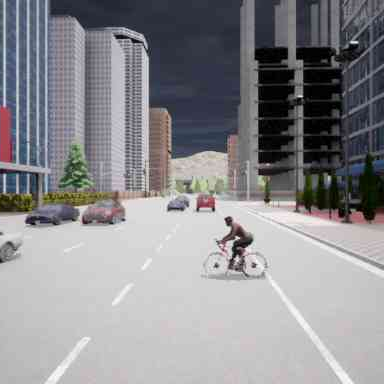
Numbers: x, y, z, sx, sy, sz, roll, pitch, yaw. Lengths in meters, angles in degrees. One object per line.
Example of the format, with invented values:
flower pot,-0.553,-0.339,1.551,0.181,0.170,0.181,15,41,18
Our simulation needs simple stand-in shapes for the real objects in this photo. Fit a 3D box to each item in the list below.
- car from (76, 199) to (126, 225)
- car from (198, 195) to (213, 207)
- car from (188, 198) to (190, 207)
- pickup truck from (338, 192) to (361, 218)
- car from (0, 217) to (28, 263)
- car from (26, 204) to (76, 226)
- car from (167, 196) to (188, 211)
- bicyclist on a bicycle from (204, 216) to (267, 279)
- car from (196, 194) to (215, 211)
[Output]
car,-6.211,1.352,23.800,2.097,1.767,4.553,0,0,2
car,2.046,1.352,50.475,2.097,1.767,4.553,0,0,2
car,-1.463,1.352,50.282,2.097,1.767,4.553,0,0,2
pickup truck,14.200,1.059,28.443,2.390,2.098,6.274,0,0,33
car,-6.808,1.601,9.219,1.895,1.301,4.718,0,0,2
car,-9.717,1.547,23.775,2.033,1.411,5.357,0,0,2
car,-1.858,1.564,40.291,1.994,1.385,4.181,0,0,2
bicyclist on a bicycle,1.120,1.452,8.647,1.656,1.620,0.582,-1,0,2
car,1.632,1.219,39.914,2.150,2.045,5.566,0,0,2
